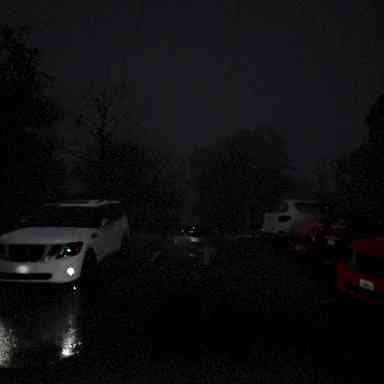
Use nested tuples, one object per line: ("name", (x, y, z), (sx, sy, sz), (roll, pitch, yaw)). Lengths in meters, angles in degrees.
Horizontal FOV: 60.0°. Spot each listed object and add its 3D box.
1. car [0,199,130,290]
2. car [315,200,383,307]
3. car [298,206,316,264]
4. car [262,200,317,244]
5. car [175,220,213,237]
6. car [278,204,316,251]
("car", (-3.350, 1.255, 9.636), (2.150, 2.045, 5.566), (0, 0, 3))
("car", (5.610, 1.267, 6.477), (5.566, 2.045, 2.435), (1, 0, -17))
("car", (5.742, 1.406, 9.525), (4.553, 1.767, 2.185), (1, -1, -18))
("car", (5.996, 1.462, 15.496), (5.566, 2.045, 2.435), (2, -5, -17))
("car", (0.306, 3.182, 28.931), (1.837, 1.490, 4.892), (-3, -8, 26))
("car", (5.924, 1.457, 12.543), (4.553, 1.767, 2.185), (2, -3, -18))
